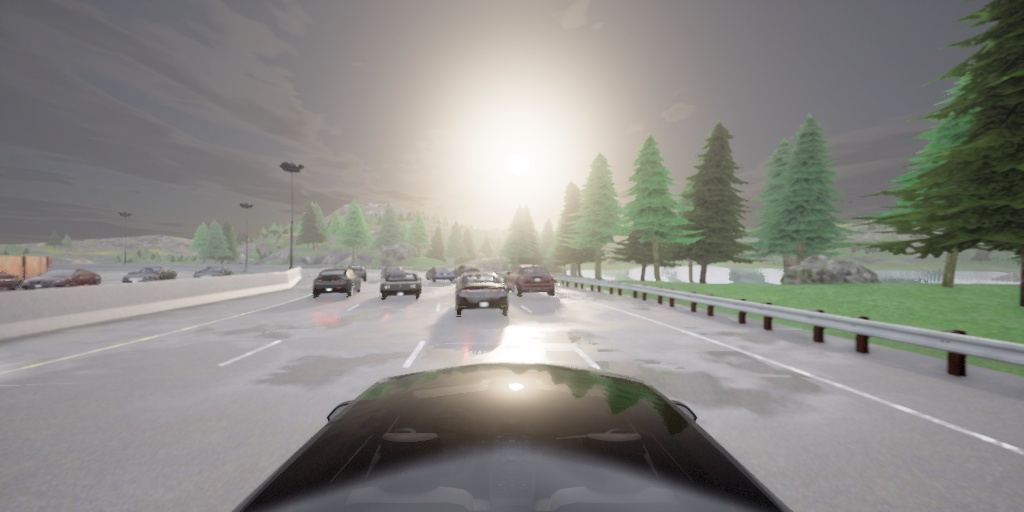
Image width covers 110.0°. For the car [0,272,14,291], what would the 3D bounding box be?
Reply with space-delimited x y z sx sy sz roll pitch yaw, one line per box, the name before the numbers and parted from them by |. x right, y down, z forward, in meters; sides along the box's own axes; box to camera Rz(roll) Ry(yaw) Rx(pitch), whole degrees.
car | -32.487 1.585 21.728 1.994 1.385 4.181 0 -1 -23

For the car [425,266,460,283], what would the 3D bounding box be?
car | -6.700 1.651 33.019 2.033 1.411 5.357 0 -1 -23

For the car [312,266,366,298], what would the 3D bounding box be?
car | -9.756 1.471 20.234 1.837 1.490 4.892 0 -1 -15

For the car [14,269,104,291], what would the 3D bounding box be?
car | -29.520 1.564 23.771 1.812 1.442 4.674 0 -1 -24

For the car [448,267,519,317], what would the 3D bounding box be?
car | -1.298 1.379 14.010 2.128 1.511 4.902 0 -1 -9

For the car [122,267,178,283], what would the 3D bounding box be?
car | -27.233 1.563 27.146 2.128 1.511 4.902 0 -1 -25

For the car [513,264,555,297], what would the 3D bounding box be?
car | 0.851 1.311 20.906 2.097 1.767 4.553 0 -1 -13

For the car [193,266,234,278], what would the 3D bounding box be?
car | -24.536 1.586 29.596 2.128 1.511 4.902 0 -1 -26

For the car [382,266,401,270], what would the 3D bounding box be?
car | -12.110 1.712 36.302 1.994 1.385 4.181 0 -1 -26

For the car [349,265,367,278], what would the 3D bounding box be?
car | -15.166 1.626 34.644 2.128 1.511 4.902 0 -1 -26

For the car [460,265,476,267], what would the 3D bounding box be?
car | -4.686 1.648 36.985 1.837 1.490 4.892 0 -1 -24

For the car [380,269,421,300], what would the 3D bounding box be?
car | -5.925 1.555 19.526 1.895 1.301 4.718 0 -1 -13
